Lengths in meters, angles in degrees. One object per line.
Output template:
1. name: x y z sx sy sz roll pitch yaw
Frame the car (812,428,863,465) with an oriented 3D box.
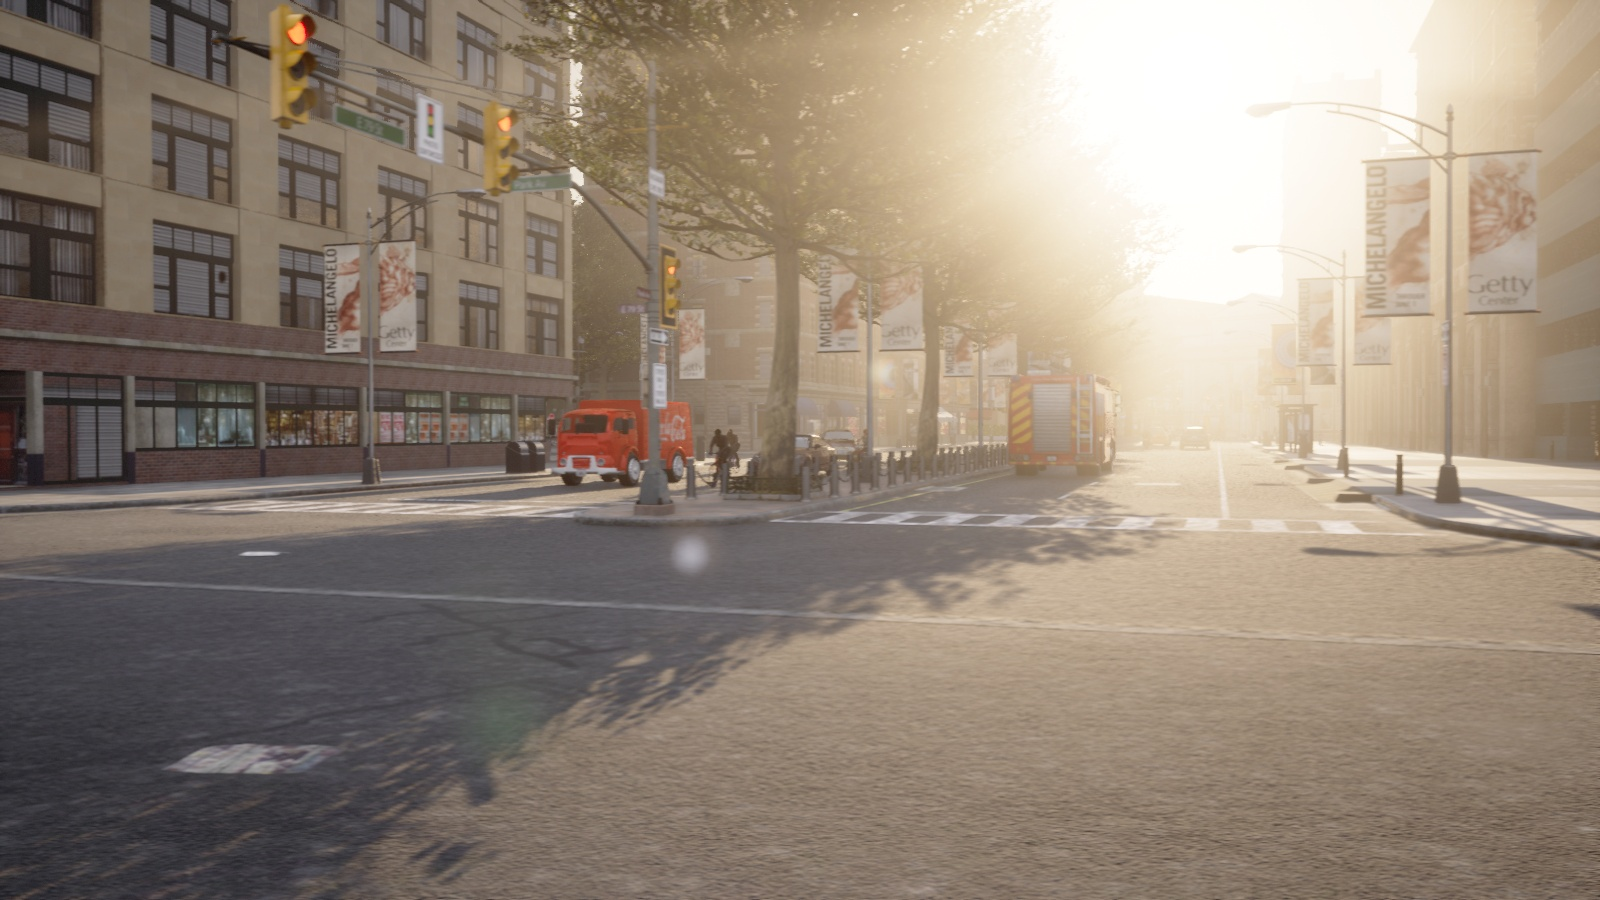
1. car: 1.738 -0.199 59.875 2.033 1.649 4.856 1 1 -3

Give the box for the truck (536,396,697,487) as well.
1. truck: -5.274 -0.275 37.006 2.627 2.467 5.204 1 1 18

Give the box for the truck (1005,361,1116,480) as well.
1. truck: 9.492 -1.025 44.960 2.891 3.827 8.468 1 1 18

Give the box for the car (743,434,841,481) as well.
1. car: -0.183 0.189 41.245 1.812 1.442 4.674 1 1 18

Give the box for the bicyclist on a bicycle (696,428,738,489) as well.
1. bicyclist on a bicycle: -2.286 0.212 34.757 0.582 1.620 1.656 1 1 18
